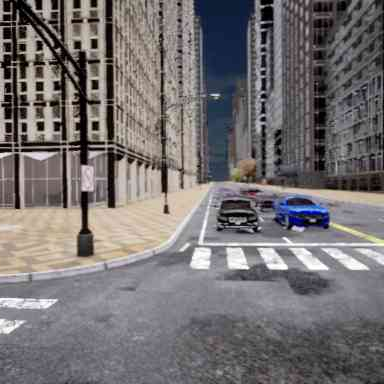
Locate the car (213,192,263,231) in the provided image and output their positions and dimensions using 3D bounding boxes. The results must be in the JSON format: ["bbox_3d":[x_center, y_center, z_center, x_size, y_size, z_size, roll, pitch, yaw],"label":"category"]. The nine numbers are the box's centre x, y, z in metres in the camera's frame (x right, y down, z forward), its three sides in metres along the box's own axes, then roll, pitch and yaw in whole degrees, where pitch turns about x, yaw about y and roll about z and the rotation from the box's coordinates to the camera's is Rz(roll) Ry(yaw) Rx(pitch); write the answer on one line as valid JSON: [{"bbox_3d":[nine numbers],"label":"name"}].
[{"bbox_3d":[2.102,0.975,16.365,1.837,1.490,4.892,0,2,4],"label":"car"}]

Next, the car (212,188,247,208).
[{"bbox_3d":[2.721,0.677,25.487,2.128,1.511,4.902,0,2,4],"label":"car"}]

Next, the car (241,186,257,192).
[{"bbox_3d":[6.742,0.330,36.633,1.812,1.442,4.674,0,2,4],"label":"car"}]

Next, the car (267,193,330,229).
[{"bbox_3d":[5.395,0.896,17.002,1.882,1.535,5.008,0,2,3],"label":"car"}]

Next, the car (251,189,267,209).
[{"bbox_3d":[6.037,0.729,26.319,1.895,1.301,4.718,0,2,4],"label":"car"}]

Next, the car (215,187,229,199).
[{"bbox_3d":[4.094,0.087,45.319,1.812,1.442,4.674,0,2,4],"label":"car"}]
